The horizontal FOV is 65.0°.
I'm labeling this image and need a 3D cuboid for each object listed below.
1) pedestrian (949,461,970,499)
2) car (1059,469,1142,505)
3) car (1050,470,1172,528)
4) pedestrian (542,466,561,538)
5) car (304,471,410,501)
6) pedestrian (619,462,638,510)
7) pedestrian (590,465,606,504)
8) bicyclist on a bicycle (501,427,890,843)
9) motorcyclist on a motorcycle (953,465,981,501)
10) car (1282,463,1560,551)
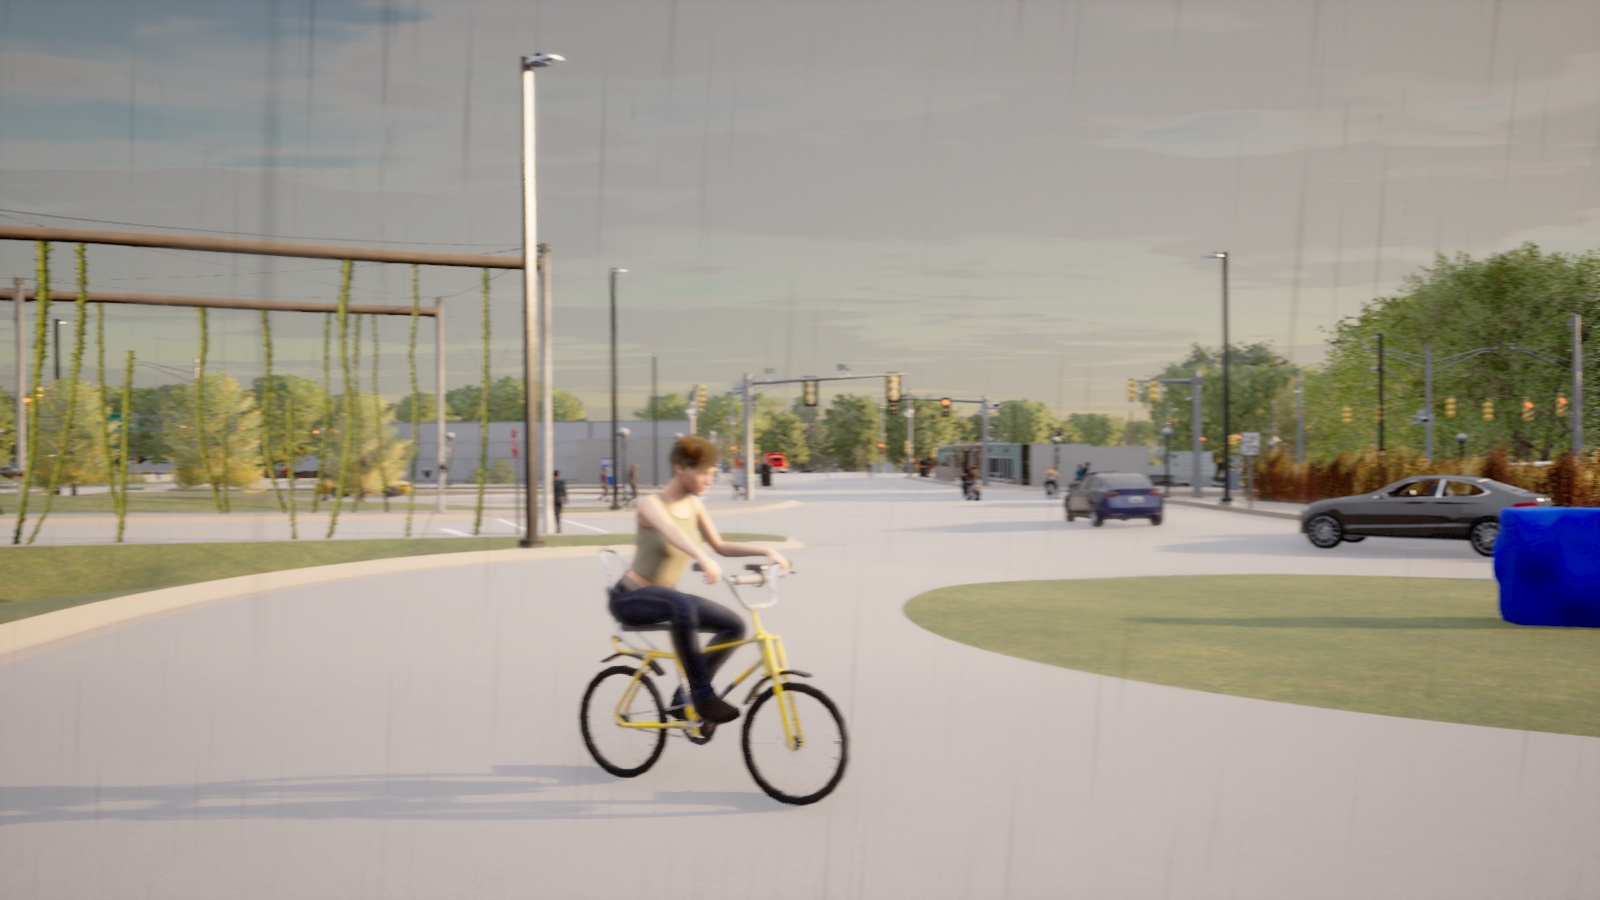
[{"bbox_3d":[7.909,1.483,62.328,0.899,1.844,0.634,-1,0,-6],"label":"pedestrian"},{"bbox_3d":[11.804,1.433,49.619,1.895,1.301,4.718,-1,-1,-3],"label":"car"},{"bbox_3d":[8.951,1.384,36.652,2.163,1.488,4.792,-1,0,-2],"label":"car"},{"bbox_3d":[-6.865,1.422,34.671,0.423,1.949,0.788,-1,0,-17],"label":"pedestrian"},{"bbox_3d":[-24.976,2.028,70.885,5.366,1.575,1.801,-1,0,-7],"label":"car"},{"bbox_3d":[-6.695,1.383,48.968,0.634,1.846,0.331,-1,0,-28],"label":"pedestrian"},{"bbox_3d":[-9.882,1.692,61.387,0.720,1.854,0.376,-1,0,-3],"label":"pedestrian"},{"bbox_3d":[-0.468,0.739,5.648,1.509,1.612,0.866,-1,-2,31],"label":"bicyclist on a bicycle"},{"bbox_3d":[7.674,1.523,57.780,0.766,1.649,2.350,-1,-2,-4],"label":"motorcyclist on a motorcycle"},{"bbox_3d":[13.371,1.144,27.221,5.027,1.651,2.152,0,1,41],"label":"car"}]
